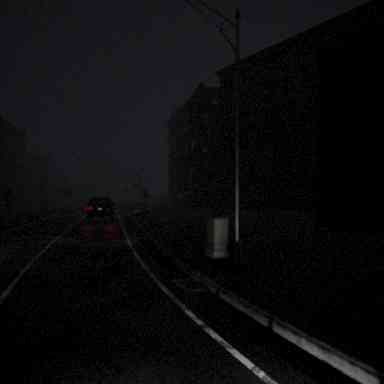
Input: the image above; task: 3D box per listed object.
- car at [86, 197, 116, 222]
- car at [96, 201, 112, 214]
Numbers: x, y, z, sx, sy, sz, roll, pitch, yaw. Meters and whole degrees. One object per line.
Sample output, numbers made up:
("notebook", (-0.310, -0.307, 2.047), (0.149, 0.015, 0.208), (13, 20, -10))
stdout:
("car", (-7.845, 1.444, 28.731), (2.150, 2.045, 5.566), (0, 0, -13))
("car", (-10.941, 1.840, 41.479), (1.812, 1.442, 4.674), (0, 0, -13))
